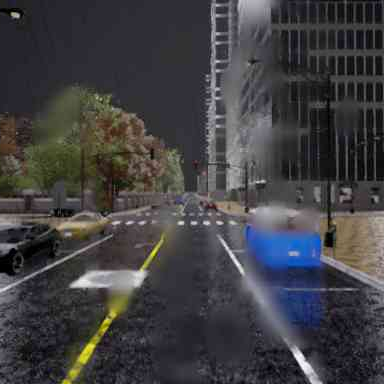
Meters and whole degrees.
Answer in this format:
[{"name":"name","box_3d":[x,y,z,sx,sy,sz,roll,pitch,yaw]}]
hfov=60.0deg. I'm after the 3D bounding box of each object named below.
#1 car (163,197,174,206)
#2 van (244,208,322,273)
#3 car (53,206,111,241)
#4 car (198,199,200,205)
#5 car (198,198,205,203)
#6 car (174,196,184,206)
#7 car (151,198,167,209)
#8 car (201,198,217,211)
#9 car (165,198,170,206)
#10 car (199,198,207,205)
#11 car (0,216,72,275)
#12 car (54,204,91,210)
[{"name":"car","box_3d":[-5.696,2.065,71.721,2.192,1.841,5.009,0,-1,0]},{"name":"van","box_3d":[2.773,1.458,10.873,1.690,1.788,3.998,0,-1,0]},{"name":"car","box_3d":[-5.820,1.718,18.102,1.752,1.417,4.829,0,-1,0]},{"name":"car","box_3d":[2.683,2.373,77.397,1.947,1.339,4.313,0,-1,0]},{"name":"car","box_3d":[2.682,2.493,94.613,1.752,1.417,4.829,0,-1,0]},{"name":"car","box_3d":[-3.010,2.003,74.757,2.150,2.045,5.566,0,-1,0]},{"name":"car","box_3d":[-5.695,2.119,54.670,1.887,1.381,4.507,0,-1,0]},{"name":"car","box_3d":[2.687,1.955,48.995,1.967,1.590,4.097,0,-1,0]},{"name":"car","box_3d":[-5.696,2.184,60.353,2.008,1.369,4.403,0,-1,0]},{"name":"car","box_3d":[2.683,2.302,83.079,1.967,1.590,4.097,0,-1,0]},{"name":"car","box_3d":[-5.770,1.683,10.868,1.947,1.339,4.313,0,-1,0]},{"name":"car","box_3d":[-10.702,1.885,32.476,5.357,1.411,2.033,0,-1,1]}]
